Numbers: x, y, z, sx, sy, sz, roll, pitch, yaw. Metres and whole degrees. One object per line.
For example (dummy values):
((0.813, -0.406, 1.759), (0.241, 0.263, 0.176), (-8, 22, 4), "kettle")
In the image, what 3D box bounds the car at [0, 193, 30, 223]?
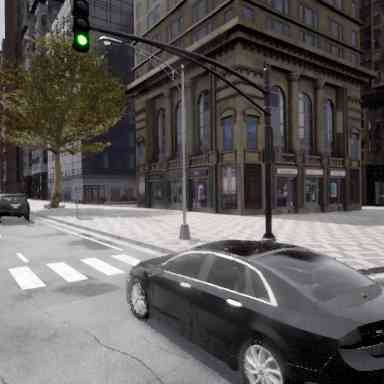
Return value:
((-14.007, 1.164, 25.610), (2.150, 2.045, 5.566), (-1, 1, -36), "car")

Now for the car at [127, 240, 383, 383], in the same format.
((0.652, 1.505, 5.108), (1.837, 1.490, 4.892), (-1, 1, -36), "car")
